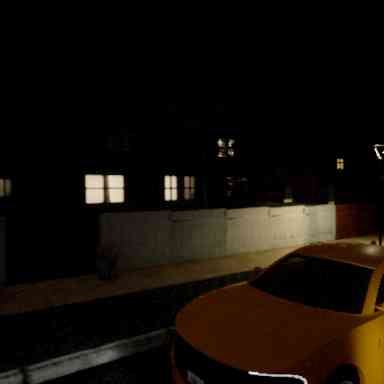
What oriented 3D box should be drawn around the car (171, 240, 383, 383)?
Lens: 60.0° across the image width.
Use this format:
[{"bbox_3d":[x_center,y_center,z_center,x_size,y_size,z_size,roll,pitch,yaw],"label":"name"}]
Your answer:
[{"bbox_3d":[2.067,1.496,4.548,5.008,1.535,1.882,0,0,-36],"label":"car"}]
